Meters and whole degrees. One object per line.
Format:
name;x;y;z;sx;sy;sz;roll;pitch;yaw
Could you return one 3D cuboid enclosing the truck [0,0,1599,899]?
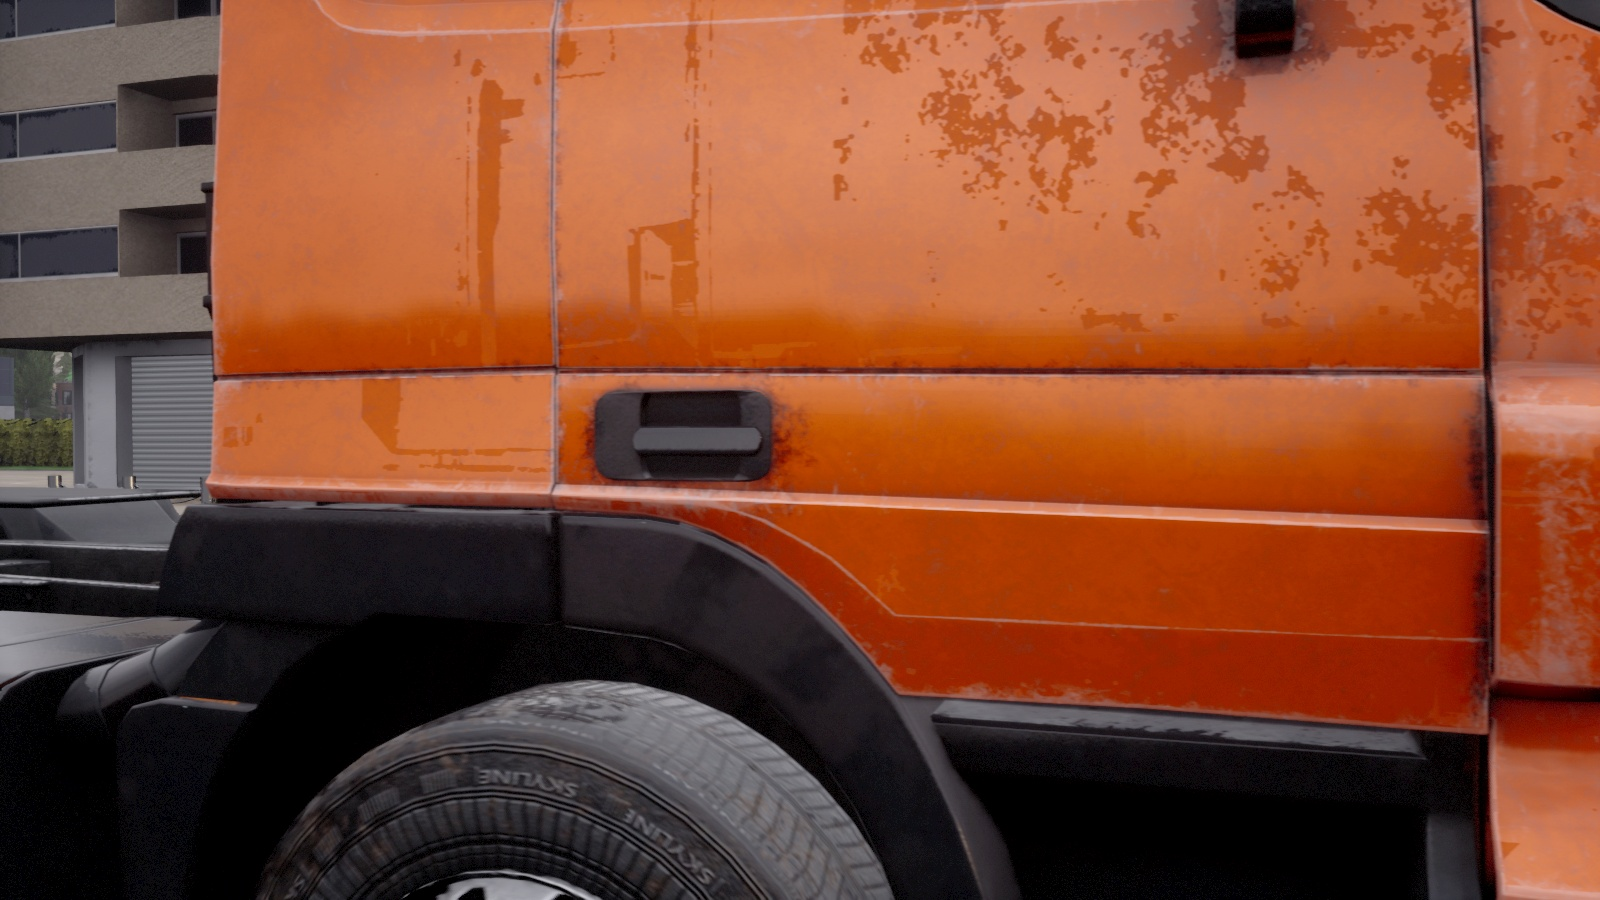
truck;-2.176;-0.227;3.917;7.936;3.462;2.891;1;1;19
